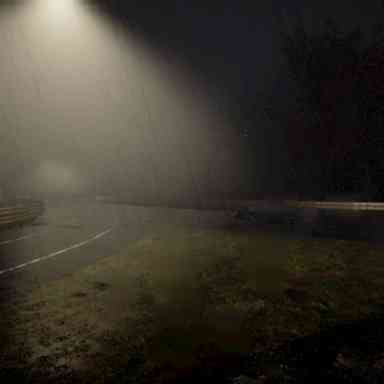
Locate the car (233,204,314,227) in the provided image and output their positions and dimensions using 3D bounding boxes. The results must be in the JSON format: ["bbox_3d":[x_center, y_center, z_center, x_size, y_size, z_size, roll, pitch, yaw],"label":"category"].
[{"bbox_3d":[5.504,1.523,22.952,5.357,1.411,2.033,0,0,33],"label":"car"}]
